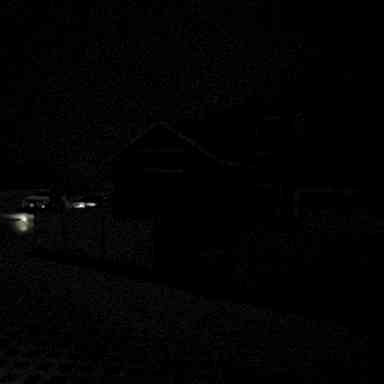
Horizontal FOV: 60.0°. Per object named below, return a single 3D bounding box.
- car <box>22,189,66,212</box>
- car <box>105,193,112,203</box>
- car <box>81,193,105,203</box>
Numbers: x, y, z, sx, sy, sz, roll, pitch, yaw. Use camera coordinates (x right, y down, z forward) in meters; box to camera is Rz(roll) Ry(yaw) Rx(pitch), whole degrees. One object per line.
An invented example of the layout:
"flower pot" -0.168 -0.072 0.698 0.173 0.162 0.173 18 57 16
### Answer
"car" -13.953 0.748 31.824 2.150 2.045 5.566 3 1 1
"car" -11.549 0.819 48.602 2.033 1.411 5.357 3 1 -3
"car" -14.284 0.779 47.163 1.895 1.301 4.718 3 1 -2
